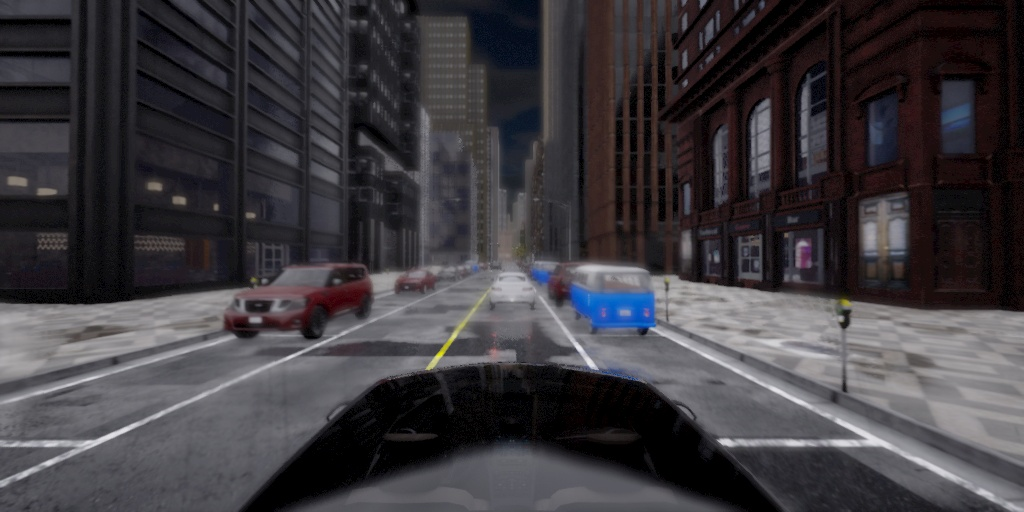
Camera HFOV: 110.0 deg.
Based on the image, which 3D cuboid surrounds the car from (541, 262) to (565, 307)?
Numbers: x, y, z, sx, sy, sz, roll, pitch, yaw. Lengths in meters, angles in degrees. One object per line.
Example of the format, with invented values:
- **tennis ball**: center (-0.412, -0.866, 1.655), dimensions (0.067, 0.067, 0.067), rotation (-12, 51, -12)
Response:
- **car**: center (2.764, 1.212, 16.218), dimensions (2.192, 1.841, 5.009), rotation (0, 0, 0)

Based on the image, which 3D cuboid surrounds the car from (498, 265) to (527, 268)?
- **car**: center (0.023, 1.644, 30.110), dimensions (1.895, 1.301, 4.718), rotation (0, -1, 1)

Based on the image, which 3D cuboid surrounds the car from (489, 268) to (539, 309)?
- **car**: center (0.026, 1.418, 15.756), dimensions (1.812, 1.442, 4.674), rotation (0, 0, 0)

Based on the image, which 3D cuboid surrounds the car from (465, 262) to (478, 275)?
- **car**: center (-5.758, 1.746, 44.383), dimensions (2.007, 1.370, 4.403), rotation (0, 0, 0)

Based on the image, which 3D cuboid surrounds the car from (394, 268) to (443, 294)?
- **car**: center (-5.760, 1.501, 21.840), dimensions (1.888, 1.381, 4.507), rotation (0, 0, 0)

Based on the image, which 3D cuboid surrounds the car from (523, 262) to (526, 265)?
- **car**: center (2.767, 1.762, 44.398), dimensions (1.948, 1.339, 4.313), rotation (0, 0, 0)

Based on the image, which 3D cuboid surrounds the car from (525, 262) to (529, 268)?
- **car**: center (2.766, 1.575, 38.762), dimensions (1.967, 1.591, 4.097), rotation (0, 0, 0)

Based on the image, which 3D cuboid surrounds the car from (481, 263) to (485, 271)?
- **car**: center (-5.757, 1.871, 55.655), dimensions (2.007, 1.370, 4.403), rotation (0, 0, 0)

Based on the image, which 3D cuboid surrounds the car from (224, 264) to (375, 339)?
- **car**: center (-5.761, 1.154, 10.568), dimensions (2.192, 1.841, 5.009), rotation (0, 0, 0)

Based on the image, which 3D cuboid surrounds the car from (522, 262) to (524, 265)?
- **car**: center (2.767, 1.839, 50.034), dimensions (1.802, 1.307, 4.207), rotation (0, 0, 0)

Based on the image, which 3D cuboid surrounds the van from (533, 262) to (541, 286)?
- **van**: center (2.765, 1.356, 27.490), dimensions (1.690, 1.789, 3.998), rotation (0, 0, 0)

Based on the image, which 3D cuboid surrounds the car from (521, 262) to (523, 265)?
- **car**: center (2.768, 1.886, 55.671), dimensions (1.948, 1.339, 4.313), rotation (0, 0, 0)

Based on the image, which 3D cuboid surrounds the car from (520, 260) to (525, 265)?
- **car**: center (2.768, 1.909, 61.477), dimensions (1.751, 1.417, 4.829), rotation (0, 0, 0)

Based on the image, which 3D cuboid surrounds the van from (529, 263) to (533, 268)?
- **van**: center (2.766, 1.416, 33.126), dimensions (1.690, 1.789, 3.998), rotation (0, 0, 0)

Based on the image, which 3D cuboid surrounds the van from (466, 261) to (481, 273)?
- **van**: center (-5.758, 1.598, 50.019), dimensions (1.690, 1.789, 3.998), rotation (0, 0, 0)

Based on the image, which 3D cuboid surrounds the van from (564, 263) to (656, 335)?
- **van**: center (2.764, 1.181, 10.582), dimensions (1.690, 1.789, 3.998), rotation (0, 0, 0)

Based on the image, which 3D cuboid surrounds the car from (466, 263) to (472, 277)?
- **car**: center (-5.759, 1.717, 38.747), dimensions (1.802, 1.307, 4.207), rotation (0, 0, 0)

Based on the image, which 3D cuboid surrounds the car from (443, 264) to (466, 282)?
- **car**: center (-5.759, 1.625, 33.111), dimensions (2.007, 1.370, 4.403), rotation (0, 0, 0)
